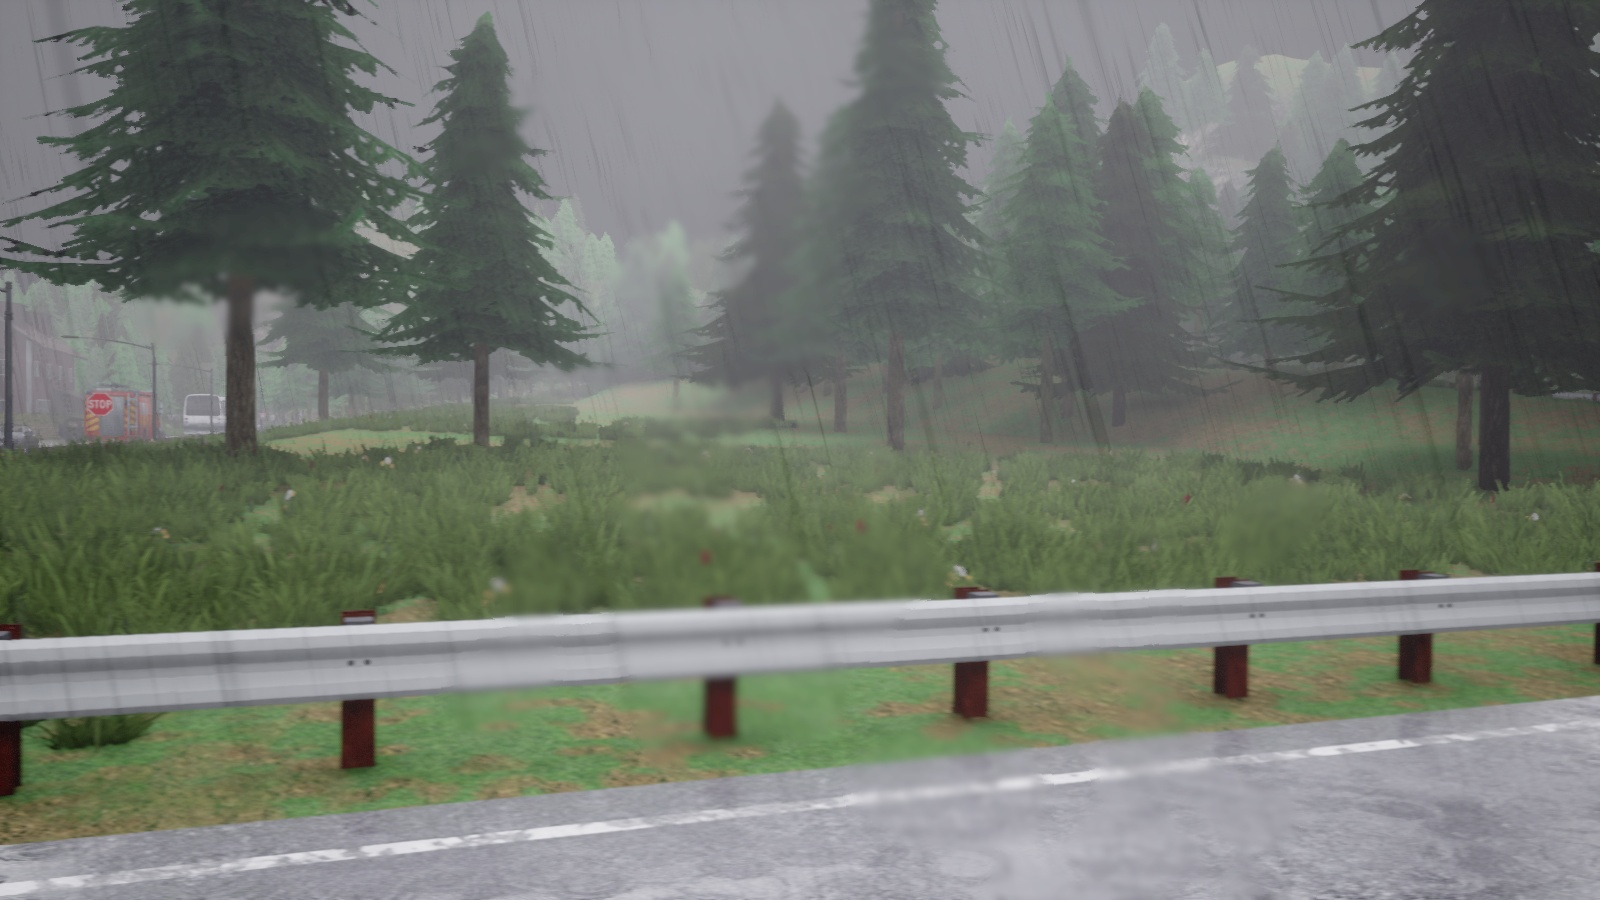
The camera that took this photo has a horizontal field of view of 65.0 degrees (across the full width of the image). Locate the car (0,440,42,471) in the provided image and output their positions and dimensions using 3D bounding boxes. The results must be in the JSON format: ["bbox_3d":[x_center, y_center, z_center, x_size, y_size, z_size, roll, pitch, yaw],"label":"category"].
[{"bbox_3d":[-39.802,0.259,63.396,1.816,1.474,4.193,-1,1,-20],"label":"car"}]

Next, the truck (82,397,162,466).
[{"bbox_3d":[-40.171,-1.105,74.713,2.891,3.827,8.468,-1,1,-20],"label":"truck"}]
